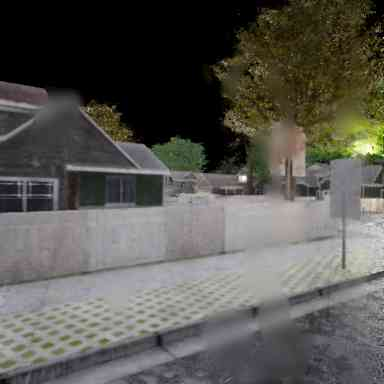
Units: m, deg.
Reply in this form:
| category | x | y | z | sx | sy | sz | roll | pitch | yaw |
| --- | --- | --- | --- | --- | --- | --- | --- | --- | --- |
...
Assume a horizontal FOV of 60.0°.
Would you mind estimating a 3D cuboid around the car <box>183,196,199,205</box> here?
| category | x | y | z | sx | sy | sz | roll | pitch | yaw |
| --- | --- | --- | --- | --- | --- | --- | --- | --- | --- |
| car | -1.245 | 1.328 | 53.722 | 1.994 | 1.385 | 4.181 | 1 | 0 | -34 |

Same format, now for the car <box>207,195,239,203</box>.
| category | x | y | z | sx | sy | sz | roll | pitch | yaw |
| --- | --- | --- | --- | --- | --- | --- | --- | --- | --- |
| car | 4.014 | 1.157 | 34.190 | 2.097 | 1.767 | 4.553 | 1 | 0 | -34 |

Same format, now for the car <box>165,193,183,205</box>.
| category | x | y | z | sx | sy | sz | roll | pitch | yaw |
| --- | --- | --- | --- | --- | --- | --- | --- | --- | --- |
| car | -4.026 | 1.267 | 51.860 | 2.033 | 1.411 | 5.357 | 1 | 0 | -34 |

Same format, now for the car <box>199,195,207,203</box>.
| category | x | y | z | sx | sy | sz | roll | pitch | yaw |
| --- | --- | --- | --- | --- | --- | --- | --- | --- | --- |
| car | 1.679 | 1.289 | 55.172 | 1.882 | 1.535 | 5.008 | 1 | 0 | -34 |
